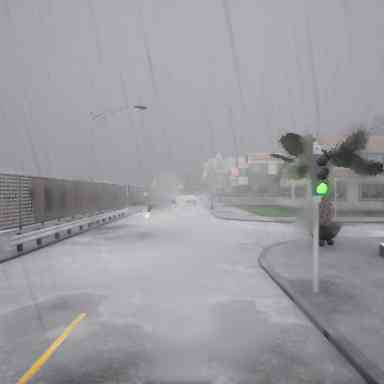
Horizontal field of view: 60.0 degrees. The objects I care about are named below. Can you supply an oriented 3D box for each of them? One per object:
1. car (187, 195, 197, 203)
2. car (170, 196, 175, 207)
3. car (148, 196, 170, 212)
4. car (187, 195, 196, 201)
[{"bbox_3d":[-0.048,1.563,68.148,1.812,1.442,4.674,0,0,0],"label":"car"},{"bbox_3d":[-4.122,1.591,50.035,1.994,1.385,4.181,0,0,0],"label":"car"},{"bbox_3d":[-4.119,1.500,40.030,1.882,1.535,5.008,0,0,0],"label":"car"},{"bbox_3d":[-0.055,1.476,78.152,1.994,1.385,4.181,0,0,0],"label":"car"}]
